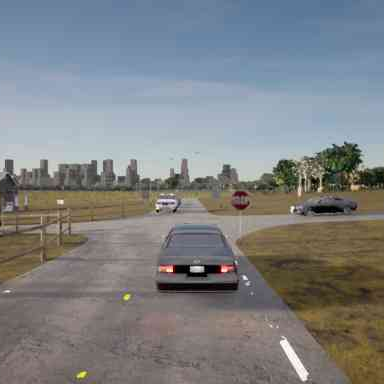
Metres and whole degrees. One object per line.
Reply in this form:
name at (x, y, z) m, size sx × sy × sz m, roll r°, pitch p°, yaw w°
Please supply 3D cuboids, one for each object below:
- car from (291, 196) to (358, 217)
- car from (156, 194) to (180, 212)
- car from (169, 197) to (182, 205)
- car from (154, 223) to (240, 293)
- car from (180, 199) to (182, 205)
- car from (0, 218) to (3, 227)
car at (10.008, 1.049, 25.352) m, size 4.902 × 1.511 × 2.128 m, roll -2°, pitch 0°, yaw -4°
car at (-2.865, 1.231, 38.363) m, size 2.150 × 2.045 × 5.566 m, roll 0°, pitch 0°, yaw 0°
car at (-2.852, 1.588, 60.063) m, size 2.033 × 1.411 × 5.357 m, roll 0°, pitch 0°, yaw 0°
car at (0.094, 1.549, 8.976) m, size 2.033 × 1.411 × 5.357 m, roll 0°, pitch 0°, yaw 0°
car at (-2.866, 1.543, 48.338) m, size 1.812 × 1.442 × 4.674 m, roll 0°, pitch 0°, yaw 0°
car at (-15.576, 2.029, 22.591) m, size 5.008 × 1.535 × 1.882 m, roll -2°, pitch 0°, yaw 0°
